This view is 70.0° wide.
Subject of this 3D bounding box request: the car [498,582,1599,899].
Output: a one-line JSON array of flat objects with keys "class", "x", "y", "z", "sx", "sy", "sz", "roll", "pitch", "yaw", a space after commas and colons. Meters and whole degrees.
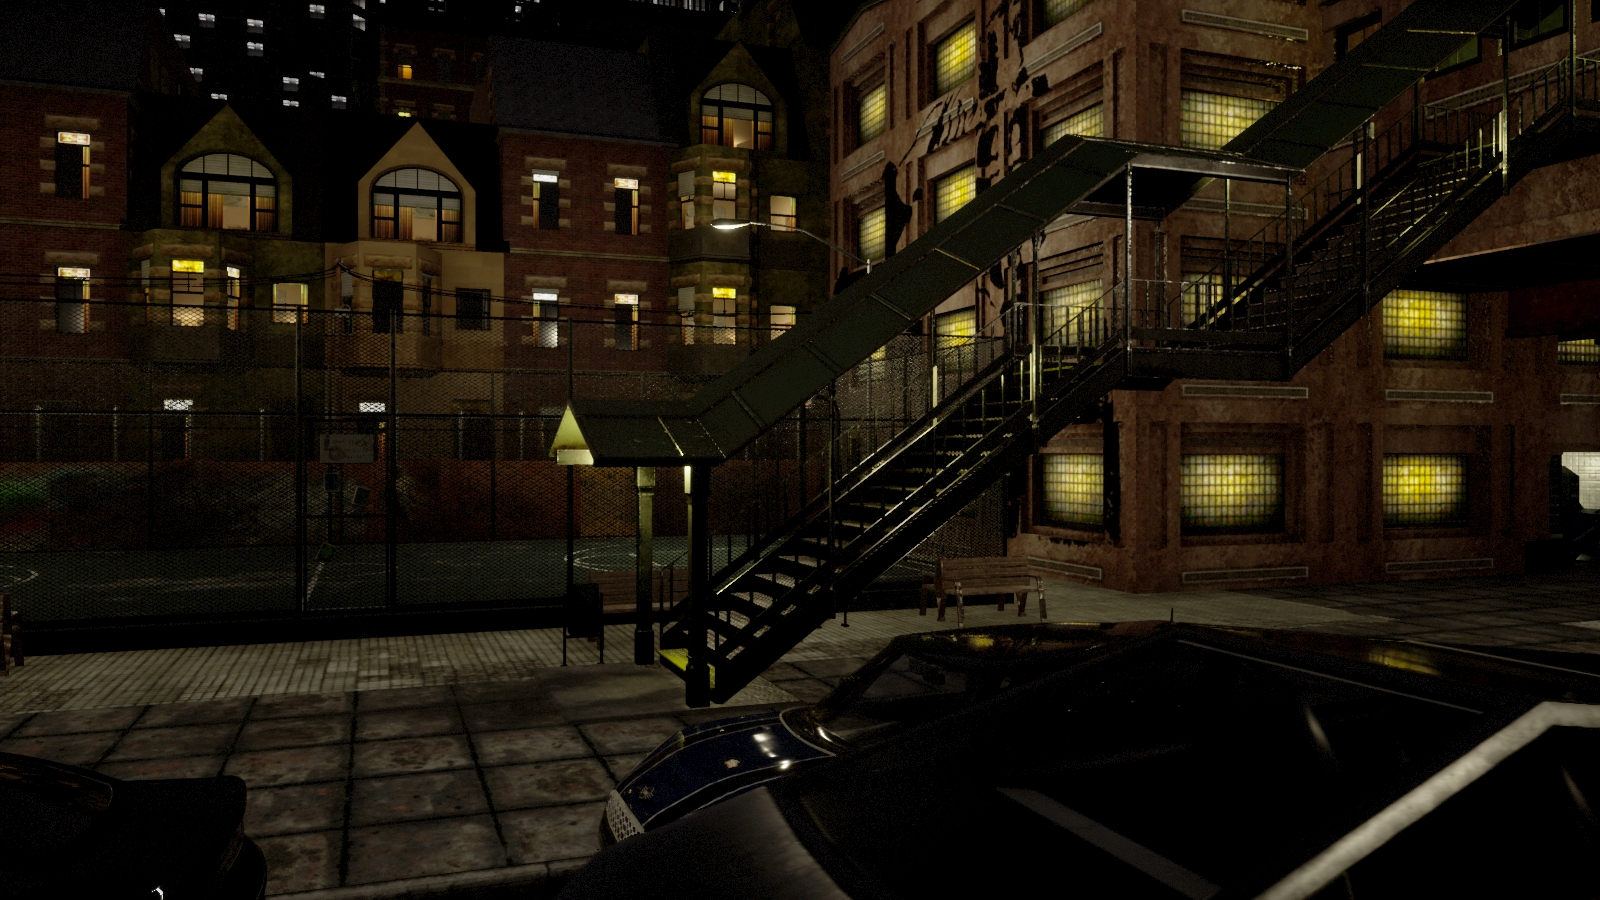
[{"class": "car", "x": 2.255, "y": 1.754, "z": 4.114, "sx": 6.274, "sy": 2.098, "sz": 2.390, "roll": 0, "pitch": 0, "yaw": -20}]
